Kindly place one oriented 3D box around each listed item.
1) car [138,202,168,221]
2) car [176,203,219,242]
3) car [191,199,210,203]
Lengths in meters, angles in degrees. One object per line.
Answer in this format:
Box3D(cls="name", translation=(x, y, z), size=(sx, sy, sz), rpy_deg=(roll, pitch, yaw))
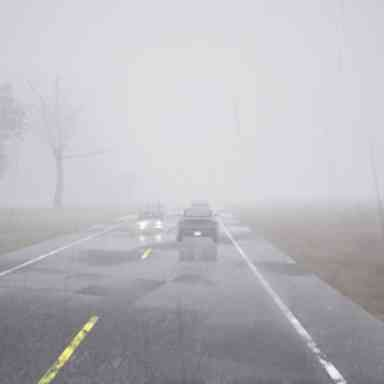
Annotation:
Box3D(cls="car", translation=(-3.115, 1.550, 27.166), size=(1.994, 1.385, 4.181), rpy_deg=(0, 0, 2))
Box3D(cls="car", translation=(0.288, 1.500, 16.486), size=(1.837, 1.490, 4.892), rpy_deg=(0, 0, 1))
Box3D(cls="car", translation=(0.879, 1.461, 34.730), size=(1.882, 1.535, 5.008), rpy_deg=(0, 0, 3))
